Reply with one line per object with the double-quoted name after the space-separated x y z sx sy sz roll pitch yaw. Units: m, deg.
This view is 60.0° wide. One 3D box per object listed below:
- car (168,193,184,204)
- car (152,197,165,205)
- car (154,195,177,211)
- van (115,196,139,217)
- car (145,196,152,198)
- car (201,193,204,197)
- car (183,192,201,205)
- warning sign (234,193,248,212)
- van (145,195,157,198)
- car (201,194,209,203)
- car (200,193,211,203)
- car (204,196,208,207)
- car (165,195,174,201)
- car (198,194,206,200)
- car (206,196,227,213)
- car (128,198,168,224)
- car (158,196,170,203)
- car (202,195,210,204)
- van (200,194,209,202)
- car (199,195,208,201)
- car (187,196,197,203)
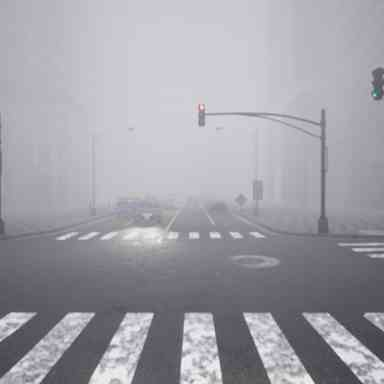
-2.991 1.190 59.165 2.150 2.045 5.566 0 0 0 "car"
-5.766 1.512 57.852 1.802 1.307 4.206 0 0 0 "car"
-3.078 1.472 39.152 1.812 1.442 4.674 0 0 0 "car"
-5.775 1.297 30.227 1.690 1.788 3.998 0 0 0 "van"
-5.773 1.495 35.752 1.887 1.381 4.507 0 0 0 "car"
2.780 1.470 63.360 1.887 1.381 4.507 0 0 0 "car"
0.068 1.284 55.769 2.097 1.767 4.553 0 0 0 "car"
5.077 1.067 34.347 1.300 1.860 1.060 0 0 0 "warning sign"
-5.770 1.281 46.802 1.690 1.788 3.998 0 0 0 "van"
2.781 1.460 52.479 1.752 1.417 4.829 0 0 0 "car"
2.779 1.236 68.885 2.192 1.841 5.009 0 0 0 "car"
2.782 1.490 41.258 1.887 1.381 4.507 0 0 0 "car"
-5.758 1.432 85.307 1.752 1.417 4.829 0 0 0 "car"
2.778 1.342 90.988 1.967 1.590 4.097 0 0 0 "car"
2.782 1.495 35.733 1.887 1.381 4.507 0 0 0 "car"
-3.143 1.454 24.757 2.128 1.511 4.902 0 0 -3 "car"
-5.762 1.471 68.902 2.008 1.369 4.403 0 0 0 "car"
2.781 1.484 46.784 1.887 1.381 4.507 0 0 0 "car"
2.779 1.257 74.411 1.690 1.788 3.998 0 0 0 "van"
2.779 1.462 79.936 2.008 1.369 4.403 0 0 0 "car"
0.010 1.449 65.448 1.812 1.442 4.674 0 0 0 "car"
